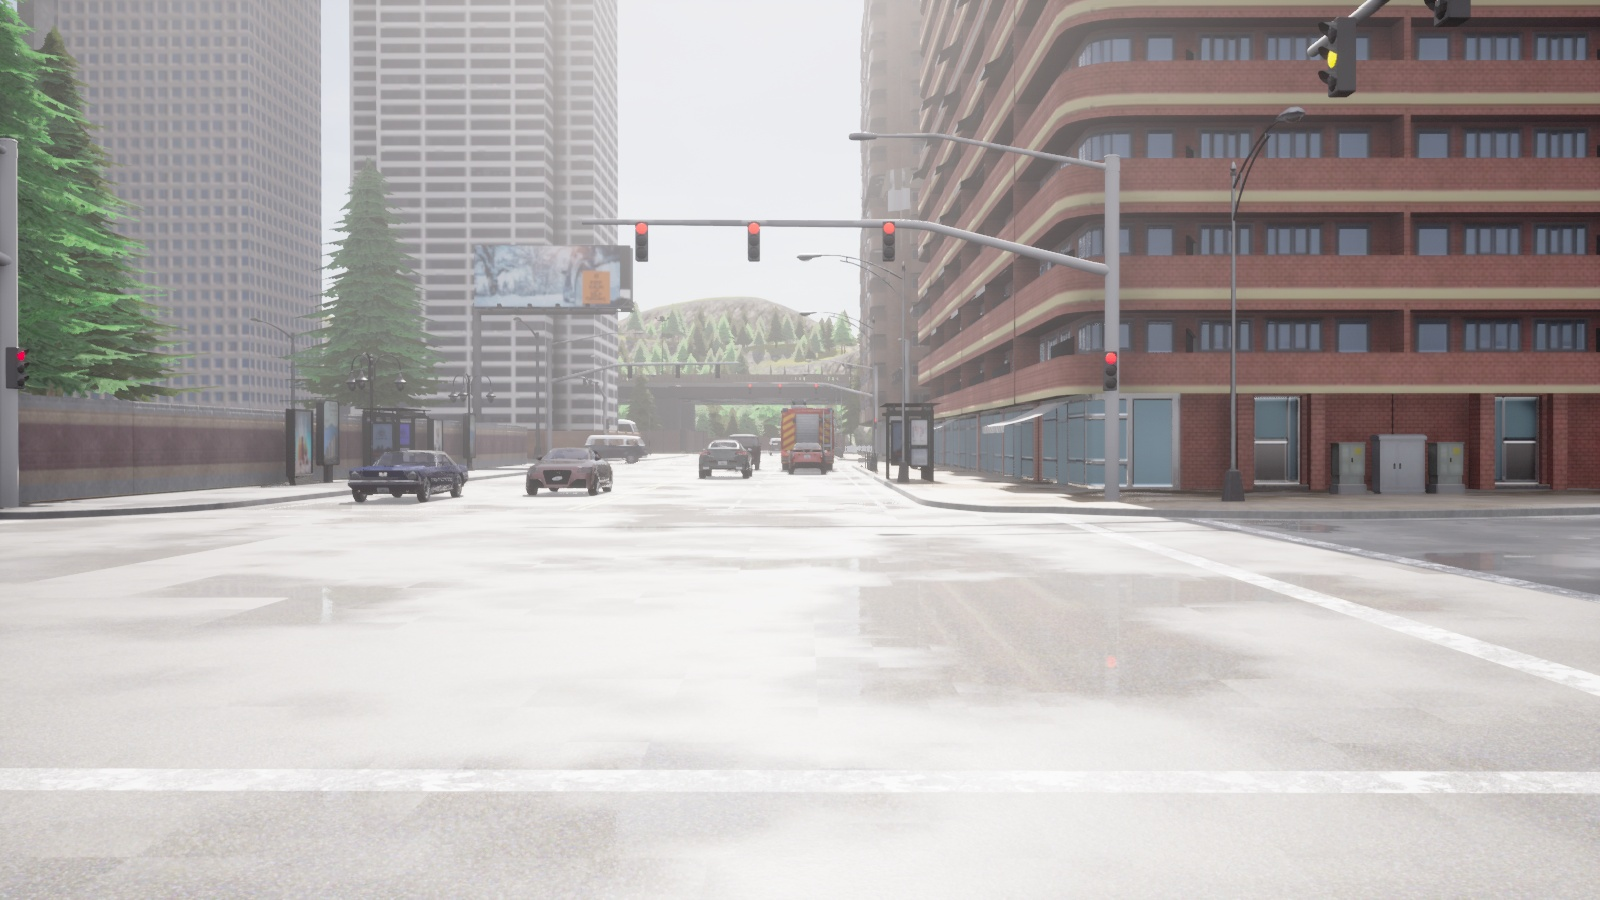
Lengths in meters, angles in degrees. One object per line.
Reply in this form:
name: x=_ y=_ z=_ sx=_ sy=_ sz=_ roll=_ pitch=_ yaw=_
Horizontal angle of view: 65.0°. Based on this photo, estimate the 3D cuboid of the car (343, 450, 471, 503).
car: x=-10.299 y=0.651 z=33.270 sx=1.895 sy=1.301 sz=4.718 roll=0 pitch=0 yaw=0

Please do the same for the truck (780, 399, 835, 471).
truck: x=0.412 y=-0.817 z=70.674 sx=2.891 sy=3.827 sz=8.468 roll=0 pitch=0 yaw=0

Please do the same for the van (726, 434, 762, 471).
van: x=-3.095 y=0.104 z=69.619 sx=1.775 sy=1.987 sz=4.442 roll=0 pitch=0 yaw=0

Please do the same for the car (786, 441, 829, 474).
car: x=0.355 y=0.351 z=60.665 sx=2.007 sy=1.525 sz=4.514 roll=0 pitch=0 yaw=0

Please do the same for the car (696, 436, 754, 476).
car: x=-3.181 y=0.216 z=54.241 sx=2.152 sy=1.651 sz=5.027 roll=0 pitch=0 yaw=0

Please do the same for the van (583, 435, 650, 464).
van: x=-13.099 y=-0.049 z=90.024 sx=4.480 sy=2.038 sz=2.069 roll=0 pitch=0 yaw=1

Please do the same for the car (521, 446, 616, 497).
car: x=-6.770 y=0.595 z=37.184 sx=1.994 sy=1.385 sz=4.181 roll=0 pitch=0 yaw=1
